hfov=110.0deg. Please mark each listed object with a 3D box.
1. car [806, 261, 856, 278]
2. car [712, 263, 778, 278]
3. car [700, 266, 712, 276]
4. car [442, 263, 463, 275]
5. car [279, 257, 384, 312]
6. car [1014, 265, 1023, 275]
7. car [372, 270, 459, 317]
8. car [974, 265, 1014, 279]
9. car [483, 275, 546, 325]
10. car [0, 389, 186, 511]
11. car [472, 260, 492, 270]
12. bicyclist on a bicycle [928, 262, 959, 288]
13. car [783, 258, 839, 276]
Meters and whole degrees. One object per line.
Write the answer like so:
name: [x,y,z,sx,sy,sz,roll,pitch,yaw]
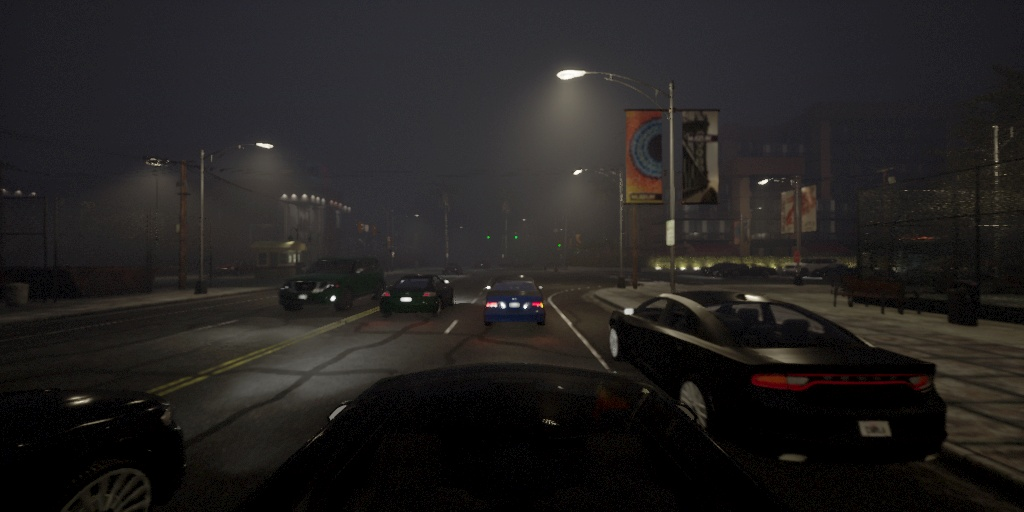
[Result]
car: [32.812,1.514,36.170,4.181,1.385,1.994,0,0,-1]
car: [23.617,1.497,36.097,5.357,1.411,2.033,0,0,-1]
car: [23.396,1.475,39.594,4.892,1.490,1.837,0,0,0]
car: [-7.040,1.514,42.754,1.812,1.442,4.674,0,0,1]
car: [-7.104,1.048,14.947,2.150,2.045,5.566,0,0,0]
car: [45.201,1.457,29.197,5.357,1.411,2.033,0,0,-1]
car: [-3.414,1.383,13.591,1.994,1.385,4.181,0,0,0]
car: [45.169,1.494,32.697,4.181,1.385,1.994,0,0,-1]
car: [0.081,1.358,12.034,2.033,1.411,5.357,0,0,0]
car: [-3.401,1.237,0.707,2.128,1.511,4.902,0,0,0]
car: [-5.157,1.450,61.774,2.097,1.767,4.553,0,0,16]
bicyclist on a bicycle: [26.071,1.166,21.639,0.582,1.620,1.656,0,-1,-1]
car: [33.244,1.193,39.673,5.566,2.045,2.150,0,0,0]
